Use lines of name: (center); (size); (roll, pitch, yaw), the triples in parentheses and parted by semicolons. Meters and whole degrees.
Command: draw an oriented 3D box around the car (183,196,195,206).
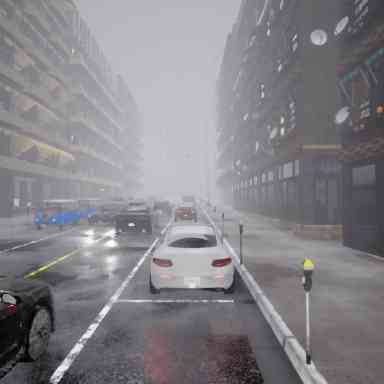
car: (-0.472, 1.553, 59.411); (1.967, 1.590, 4.097); (1, 0, 0)

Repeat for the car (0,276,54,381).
car: (-2.926, 1.494, 2.961); (2.128, 1.511, 4.902); (0, 0, 0)

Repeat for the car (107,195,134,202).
car: (-8.313, 1.366, 37.346); (2.192, 1.841, 5.009); (1, 0, 0)

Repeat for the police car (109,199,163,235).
police car: (-3.022, 1.440, 19.153); (1.930, 1.638, 5.238); (0, 0, 0)

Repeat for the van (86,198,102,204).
van: (-8.313, 1.368, 26.285); (1.690, 1.788, 3.998); (1, 0, 0)

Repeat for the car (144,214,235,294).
car: (0.003, 1.531, 8.653); (1.812, 1.442, 4.674); (0, 0, 0)

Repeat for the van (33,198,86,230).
van: (-8.312, 1.359, 20.753); (1.690, 1.788, 3.998); (2, 0, 0)

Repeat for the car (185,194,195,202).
car: (-0.471, 1.521, 81.536); (2.192, 1.841, 5.009); (1, 0, 0)

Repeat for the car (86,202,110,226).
car: (-5.870, 1.623, 23.551); (1.895, 1.301, 4.718); (0, 0, 0)

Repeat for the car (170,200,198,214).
car: (-0.437, 1.572, 26.224); (1.887, 1.381, 4.507); (1, 0, 0)

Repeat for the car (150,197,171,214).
car: (-2.928, 1.546, 33.321); (1.837, 1.490, 4.892); (0, 0, 0)

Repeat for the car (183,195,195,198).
car: (-0.428, 1.490, 37.286); (1.967, 1.590, 4.097); (1, 0, 0)

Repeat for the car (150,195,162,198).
car: (-8.316, 1.471, 70.528); (2.192, 1.841, 5.009); (1, 0, 0)

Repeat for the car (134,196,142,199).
car: (-8.313, 1.379, 42.876); (2.192, 1.841, 5.009); (1, 0, 0)

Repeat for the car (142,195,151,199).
car: (-8.320, 1.660, 53.938); (1.947, 1.339, 4.313); (1, 0, 0)

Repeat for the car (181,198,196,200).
car: (-0.438, 1.582, 31.754); (1.887, 1.381, 4.507); (1, 0, 0)

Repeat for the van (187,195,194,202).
van: (-0.472, 1.576, 87.068); (1.690, 1.788, 3.998); (1, 0, 0)
